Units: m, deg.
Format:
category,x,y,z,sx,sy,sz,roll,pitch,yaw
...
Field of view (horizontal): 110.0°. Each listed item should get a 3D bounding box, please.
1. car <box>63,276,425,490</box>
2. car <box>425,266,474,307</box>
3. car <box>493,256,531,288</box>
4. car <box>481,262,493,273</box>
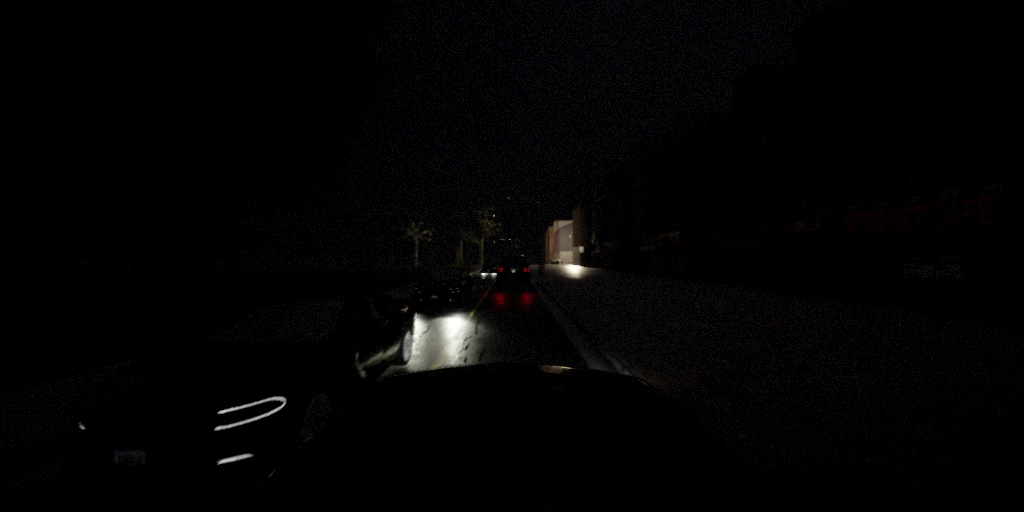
category,x,y,z,sx,sy,sz,roll,pitch,yaw
car,-2.847,1.224,5.163,1.882,1.535,5.008,0,0,0
car,-2.810,1.227,15.608,1.882,1.535,5.008,0,0,1
car,0.092,0.991,24.041,2.150,2.045,5.566,0,0,0
car,-2.848,1.416,46.135,2.033,1.411,5.357,0,0,0
